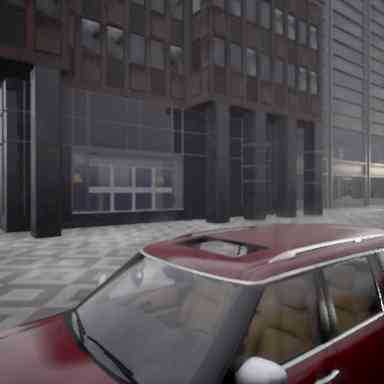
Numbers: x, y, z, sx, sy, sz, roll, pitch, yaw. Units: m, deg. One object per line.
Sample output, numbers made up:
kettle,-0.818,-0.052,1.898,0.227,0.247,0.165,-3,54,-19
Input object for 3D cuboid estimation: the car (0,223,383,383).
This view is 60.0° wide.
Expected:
car,0.359,1.303,2.842,5.009,1.841,2.192,0,0,-36
